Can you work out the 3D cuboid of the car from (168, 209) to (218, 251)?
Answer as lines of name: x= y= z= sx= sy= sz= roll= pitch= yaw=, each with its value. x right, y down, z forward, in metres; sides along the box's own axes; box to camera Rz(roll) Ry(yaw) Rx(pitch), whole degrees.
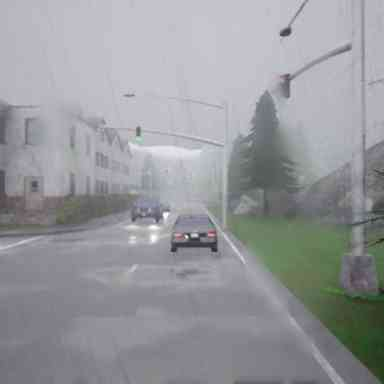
car: x=0.086 y=1.609 z=14.353 sx=2.033 sy=1.411 sz=5.357 roll=0 pitch=0 yaw=0

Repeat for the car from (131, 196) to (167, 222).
car: x=-3.631 y=1.340 z=27.952 sx=2.150 sy=2.045 sz=5.566 roll=0 pitch=0 yaw=0

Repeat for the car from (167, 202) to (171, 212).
car: x=-3.617 y=1.735 z=40.360 sx=1.994 sy=1.385 sz=4.181 roll=0 pitch=0 yaw=0
